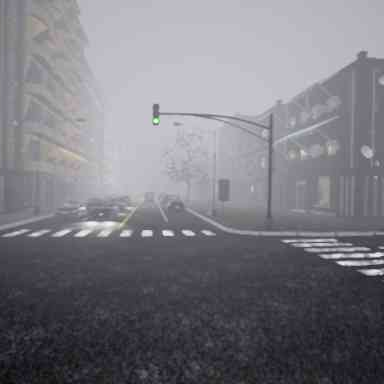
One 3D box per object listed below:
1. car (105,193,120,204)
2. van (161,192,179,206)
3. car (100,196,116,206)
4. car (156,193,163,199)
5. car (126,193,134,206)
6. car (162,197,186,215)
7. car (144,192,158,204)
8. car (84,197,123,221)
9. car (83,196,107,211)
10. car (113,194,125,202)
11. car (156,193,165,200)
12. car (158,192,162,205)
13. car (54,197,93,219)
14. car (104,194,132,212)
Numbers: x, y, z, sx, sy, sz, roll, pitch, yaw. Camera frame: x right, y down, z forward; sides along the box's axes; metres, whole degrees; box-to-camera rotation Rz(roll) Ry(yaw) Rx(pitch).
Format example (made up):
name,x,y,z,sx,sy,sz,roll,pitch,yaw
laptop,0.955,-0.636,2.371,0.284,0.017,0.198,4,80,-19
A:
name,x,y,z,sx,sy,sz,roll,pitch,yaw
car,-12.611,1.029,52.973,1.967,1.590,4.097,1,0,-7
van,-2.254,1.168,37.522,1.690,1.788,3.998,1,0,-7
car,-11.933,1.201,47.483,1.802,1.307,4.206,1,0,-7
car,-9.056,1.067,92.438,2.008,1.369,4.403,1,0,-7
car,-8.939,1.209,44.521,1.812,1.442,4.674,1,0,-7
car,-1.576,1.423,32.031,1.947,1.339,4.313,1,0,-7
car,-7.072,1.229,55.431,2.033,1.411,5.357,1,0,-7
car,-6.545,1.352,25.001,1.994,1.385,4.181,1,0,-8
car,-10.572,1.224,36.499,1.887,1.381,4.507,1,0,-7
car,-13.973,1.109,63.957,1.802,1.307,4.206,1,0,-7
car,-7.695,1.021,81.454,1.967,1.590,4.097,1,0,-7
car,-3.615,1.207,48.506,1.967,1.590,4.097,1,0,-7
car,-9.213,1.289,25.516,2.008,1.369,4.403,1,0,-7
car,-7.684,1.286,34.279,2.033,1.411,5.357,1,0,-7
